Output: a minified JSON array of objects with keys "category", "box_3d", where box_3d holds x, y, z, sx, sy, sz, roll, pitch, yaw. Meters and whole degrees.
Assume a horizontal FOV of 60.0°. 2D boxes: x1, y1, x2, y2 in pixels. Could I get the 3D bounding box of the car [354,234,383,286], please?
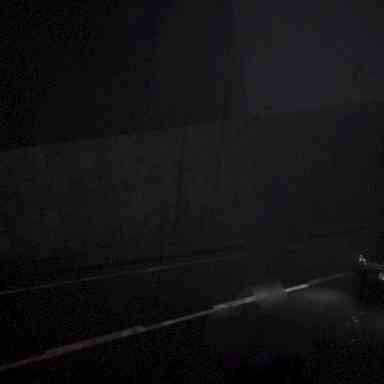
[{"category":"car","box_3d":[5.918,1.483,8.204,4.674,1.442,1.812,-1,0,-35]}]
